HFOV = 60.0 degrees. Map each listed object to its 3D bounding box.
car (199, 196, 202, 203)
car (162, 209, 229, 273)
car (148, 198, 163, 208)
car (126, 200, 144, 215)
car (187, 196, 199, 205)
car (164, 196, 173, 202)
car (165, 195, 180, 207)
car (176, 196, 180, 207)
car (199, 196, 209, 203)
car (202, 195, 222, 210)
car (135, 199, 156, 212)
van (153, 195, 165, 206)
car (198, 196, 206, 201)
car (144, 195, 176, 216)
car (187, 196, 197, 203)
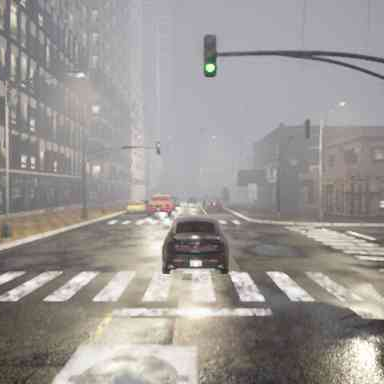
[{"bbox_3d":[2.663,1.412,52.362,2.192,1.841,5.009,-1,0,0],"label":"car"},{"bbox_3d":[0.096,1.526,10.764,1.837,1.490,4.892,0,0,0],"label":"car"},{"bbox_3d":[-5.680,1.663,52.414,1.947,1.339,4.313,-1,0,0],"label":"car"},{"bbox_3d":[-5.848,1.590,35.312,1.752,1.417,4.829,-1,0,0],"label":"car"},{"bbox_3d":[-0.014,1.620,62.003,1.837,1.490,4.892,0,0,0],"label":"car"},{"bbox_3d":[-5.687,1.677,80.465,1.752,1.417,4.829,-1,0,0],"label":"car"},{"bbox_3d":[-3.011,1.450,53.060,2.097,1.767,4.553,0,0,0],"label":"car"},{"bbox_3d":[-3.087,1.571,43.127,2.128,1.511,4.902,0,0,0],"label":"car"},{"bbox_3d":[2.662,1.691,74.937,2.008,1.369,4.403,-1,0,0],"label":"car"},{"bbox_3d":[2.667,1.516,41.073,1.967,1.590,4.097,-1,0,0],"label":"car"},{"bbox_3d":[-5.678,1.642,41.125,1.947,1.339,4.313,-1,0,0],"label":"car"},{"bbox_3d":[-5.685,1.449,58.059,1.690,1.788,3.998,-1,0,0],"label":"van"},{"bbox_3d":[2.659,1.740,91.870,1.947,1.339,4.313,-1,0,0],"label":"car"},{"bbox_3d":[-3.110,1.283,33.373,2.150,2.045,5.566,0,0,0],"label":"car"},{"bbox_3d":[-0.016,1.596,72.416,2.033,1.411,5.357,0,0,0],"label":"car"}]
